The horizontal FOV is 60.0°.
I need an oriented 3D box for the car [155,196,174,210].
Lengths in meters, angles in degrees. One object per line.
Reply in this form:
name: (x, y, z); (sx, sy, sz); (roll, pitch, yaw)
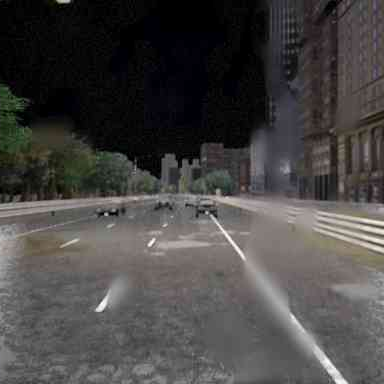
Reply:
car: (-3.392, 1.284, 41.728); (2.097, 1.767, 4.553); (0, 0, 0)

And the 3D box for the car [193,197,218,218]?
car: (1.230, 1.414, 29.277); (1.837, 1.490, 4.892); (0, 0, 0)

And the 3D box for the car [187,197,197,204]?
car: (0.014, 1.589, 64.107); (1.994, 1.385, 4.181); (0, 0, 0)

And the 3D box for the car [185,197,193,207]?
car: (0.023, 1.524, 48.782); (1.994, 1.385, 4.181); (0, 0, 0)

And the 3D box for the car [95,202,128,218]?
car: (-6.901, 1.507, 28.983); (1.895, 1.301, 4.718); (0, 0, 0)
